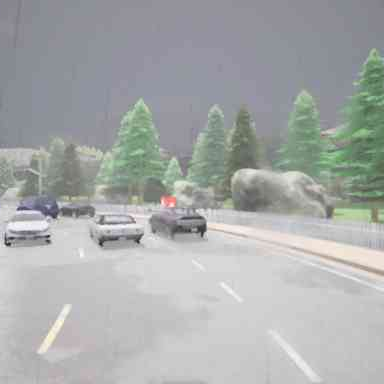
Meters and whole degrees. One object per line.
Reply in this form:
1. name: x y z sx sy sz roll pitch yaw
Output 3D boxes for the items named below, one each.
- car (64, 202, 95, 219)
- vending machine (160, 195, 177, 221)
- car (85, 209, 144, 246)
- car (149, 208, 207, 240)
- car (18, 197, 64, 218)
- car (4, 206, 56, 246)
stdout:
1. car: -11.072 1.709 32.011 1.837 1.490 4.892 0 -1 -44
2. vending machine: -1.946 1.341 27.696 1.100 2.100 0.880 0 0 -36
3. car: -3.812 1.697 16.055 1.895 1.301 4.718 0 0 -24
4. car: -0.892 1.584 17.820 2.128 1.511 4.902 0 0 -24
5. car: -14.094 1.429 30.230 2.150 2.045 5.566 0 -1 -45
6. car: -7.962 1.639 16.155 1.812 1.442 4.674 0 0 -28
